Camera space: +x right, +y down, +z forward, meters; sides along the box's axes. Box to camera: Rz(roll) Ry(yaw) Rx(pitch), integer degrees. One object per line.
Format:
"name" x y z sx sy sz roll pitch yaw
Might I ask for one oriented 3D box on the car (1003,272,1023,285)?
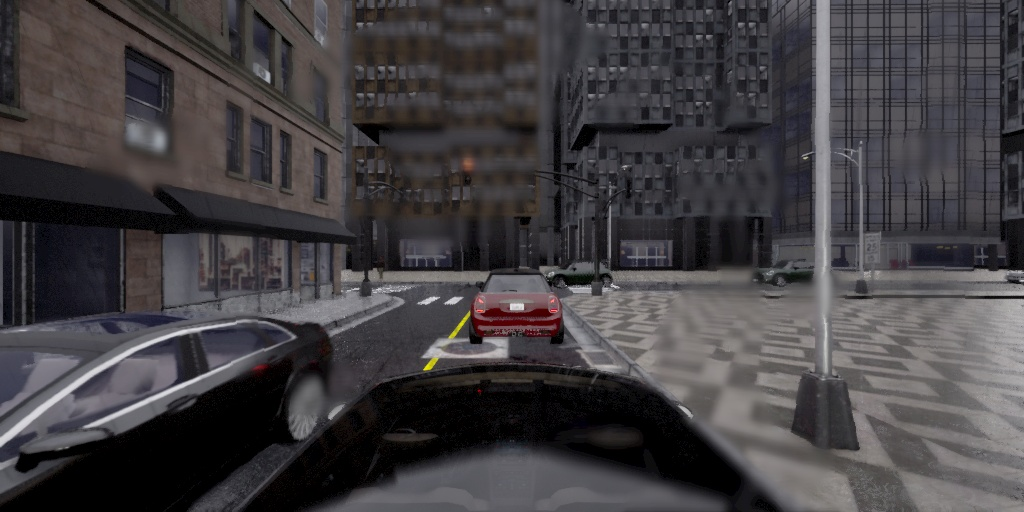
"car" 35.492 1.300 23.374 4.718 1.301 1.895 0 0 1

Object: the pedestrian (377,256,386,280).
"pedestrian" -9.839 0.902 26.925 0.375 1.860 0.375 0 0 1

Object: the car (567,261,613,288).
"car" 3.976 1.094 22.745 4.553 1.767 2.097 0 0 -14

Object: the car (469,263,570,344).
"car" 0.068 1.102 9.743 2.097 1.767 4.553 0 0 -1

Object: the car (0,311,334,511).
"car" -3.111 1.241 2.479 2.128 1.511 4.902 0 0 0

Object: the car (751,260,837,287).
"car" 18.371 1.074 23.581 4.553 1.767 2.097 0 0 1
